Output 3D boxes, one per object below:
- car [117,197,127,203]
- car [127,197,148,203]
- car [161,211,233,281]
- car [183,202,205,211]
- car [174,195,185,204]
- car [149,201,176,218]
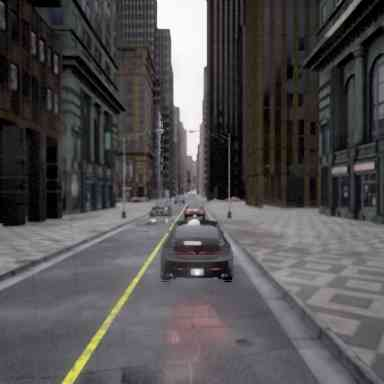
[{"bbox_3d":[-20.541,2.340,90.988,4.403,1.369,2.008,0,1,0],"label":"car"},{"bbox_3d":[-14.871,2.210,90.977,4.097,1.590,1.967,0,1,0],"label":"car"},{"bbox_3d":[0.134,1.575,10.035,1.837,1.490,4.892,0,0,0],"label":"car"},{"bbox_3d":[0.253,1.815,31.189,1.895,1.301,4.718,0,0,0],"label":"car"},{"bbox_3d":[-2.639,1.717,71.205,2.150,2.045,5.566,0,0,0],"label":"car"},{"bbox_3d":[-2.934,1.784,32.277,1.994,1.385,4.181,0,0,0],"label":"car"}]
